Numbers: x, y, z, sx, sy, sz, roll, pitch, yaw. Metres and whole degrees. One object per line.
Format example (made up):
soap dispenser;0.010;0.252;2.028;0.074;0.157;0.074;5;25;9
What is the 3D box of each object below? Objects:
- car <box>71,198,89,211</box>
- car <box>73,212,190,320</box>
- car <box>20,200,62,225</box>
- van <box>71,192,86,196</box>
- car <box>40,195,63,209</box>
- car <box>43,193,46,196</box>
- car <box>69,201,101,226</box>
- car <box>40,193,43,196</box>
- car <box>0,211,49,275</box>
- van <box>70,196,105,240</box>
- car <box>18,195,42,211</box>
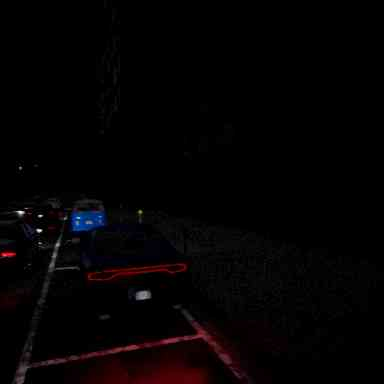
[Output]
car;-13.280;1.415;39.363;1.947;1.339;4.313;-1;1;-20
car;-1.584;1.429;7.447;1.882;1.535;5.008;-1;1;-20
car;-10.573;1.524;23.591;1.994;1.385;4.181;-1;1;-20
van;-11.381;1.211;34.030;1.690;1.788;3.998;-1;1;-20
car;-15.776;1.436;37.859;1.812;1.442;4.674;-1;1;-20
car;-35.916;1.407;77.406;2.008;1.369;4.403;-1;1;-20
car;-7.570;1.452;23.371;1.887;1.381;4.507;-1;1;-20
car;-34.026;1.402;72.112;1.752;1.417;4.829;-1;1;-20
car;-5.729;1.552;10.022;2.033;1.411;5.357;-1;1;-20
van;-5.671;1.266;18.037;1.690;1.788;3.998;-1;1;-20
car;-20.185;1.503;41.274;2.033;1.411;5.357;-1;1;-20
